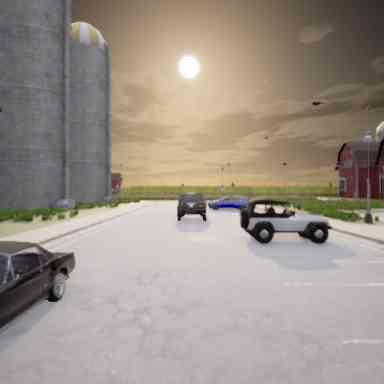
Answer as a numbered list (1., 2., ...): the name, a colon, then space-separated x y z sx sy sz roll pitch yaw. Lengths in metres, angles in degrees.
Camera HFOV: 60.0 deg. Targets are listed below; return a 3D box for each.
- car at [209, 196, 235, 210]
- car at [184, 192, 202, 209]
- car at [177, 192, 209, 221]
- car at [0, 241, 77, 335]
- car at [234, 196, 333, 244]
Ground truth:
1. car: 4.202 1.300 39.141 4.611 1.667 2.242 0 0 1
2. car: 0.086 1.028 42.508 2.150 2.045 5.566 0 1 0
3. car: 0.065 1.095 26.219 2.150 2.045 5.566 0 0 3
4. car: -3.593 1.575 5.436 1.895 1.301 4.718 0 0 0
5. car: 4.071 1.244 14.934 3.866 1.878 1.905 0 0 1
